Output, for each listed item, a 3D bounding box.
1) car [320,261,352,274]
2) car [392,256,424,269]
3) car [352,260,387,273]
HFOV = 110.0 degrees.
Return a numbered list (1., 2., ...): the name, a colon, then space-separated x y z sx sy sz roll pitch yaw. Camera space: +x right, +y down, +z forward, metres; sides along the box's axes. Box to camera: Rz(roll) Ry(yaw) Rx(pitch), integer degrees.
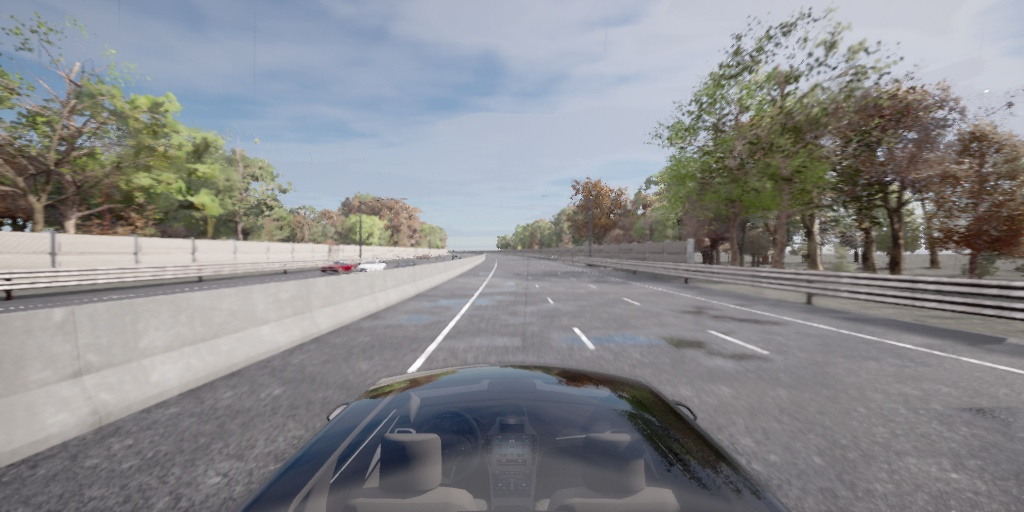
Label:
1. car: -17.913 1.176 37.162 1.895 1.301 4.718 0 1 -1
2. car: -10.916 1.074 37.135 1.837 1.490 4.892 0 1 -1
3. car: -14.412 1.099 37.050 1.812 1.442 4.674 0 1 -1
